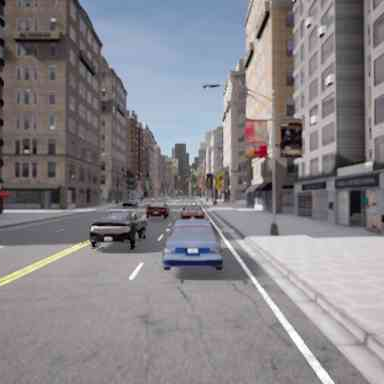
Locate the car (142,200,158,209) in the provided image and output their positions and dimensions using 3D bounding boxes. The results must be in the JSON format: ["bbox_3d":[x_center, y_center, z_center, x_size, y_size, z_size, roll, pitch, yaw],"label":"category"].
[{"bbox_3d":[-6.563,1.889,52.882,1.895,1.301,4.718,0,0,0],"label":"car"}]

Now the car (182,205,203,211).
[{"bbox_3d":[0.063,1.771,28.675,1.895,1.301,4.718,0,0,0],"label":"car"}]

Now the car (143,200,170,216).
[{"bbox_3d":[-3.172,1.663,31.696,1.882,1.535,5.008,0,0,0],"label":"car"}]

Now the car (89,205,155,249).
[{"bbox_3d":[-3.180,1.588,15.120,2.128,1.511,4.902,0,0,0],"label":"car"}]

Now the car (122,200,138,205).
[{"bbox_3d":[-9.814,1.889,52.861,1.895,1.301,4.718,0,0,0],"label":"car"}]

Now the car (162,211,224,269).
[{"bbox_3d":[0.043,1.622,11.380,2.033,1.411,5.357,0,0,0],"label":"car"}]
